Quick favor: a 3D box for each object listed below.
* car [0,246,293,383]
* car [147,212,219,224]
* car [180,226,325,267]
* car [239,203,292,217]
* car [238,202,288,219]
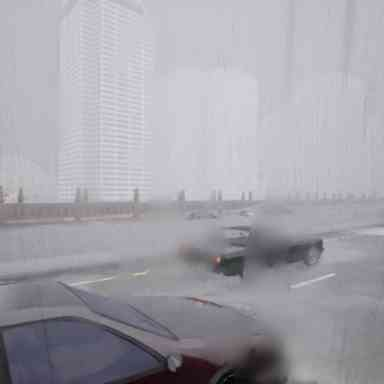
[{"bbox_3d":[-1.515,1.562,2.767,5.357,1.411,2.033,0,0,-36],"label":"car"},{"bbox_3d":[-0.106,1.718,17.559,4.718,1.301,1.895,0,0,-41],"label":"car"},{"bbox_3d":[1.998,1.673,9.977,4.718,1.301,1.895,0,0,-39],"label":"car"},{"bbox_3d":[6.482,1.693,27.901,4.902,1.511,2.128,0,-1,-41],"label":"car"},{"bbox_3d":[7.098,1.785,33.078,5.357,1.411,2.033,0,-1,-41],"label":"car"}]
